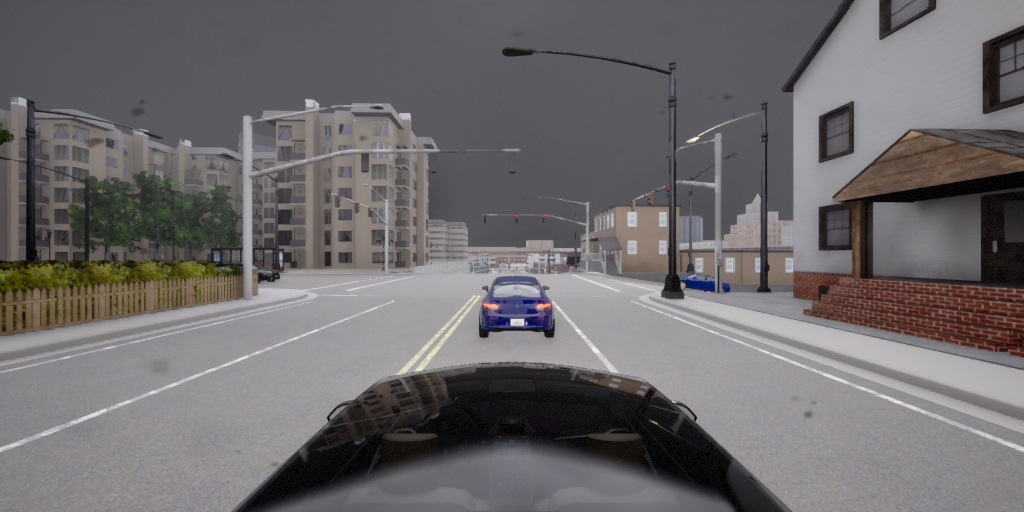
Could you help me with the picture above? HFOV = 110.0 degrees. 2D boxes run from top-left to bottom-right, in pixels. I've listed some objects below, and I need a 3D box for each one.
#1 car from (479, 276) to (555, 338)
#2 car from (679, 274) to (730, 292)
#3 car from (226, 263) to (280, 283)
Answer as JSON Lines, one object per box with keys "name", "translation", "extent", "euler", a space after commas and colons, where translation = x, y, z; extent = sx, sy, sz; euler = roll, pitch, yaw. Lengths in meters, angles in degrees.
{"name": "car", "translation": [0.110, 1.276, 10.098], "extent": [1.812, 1.442, 4.674], "euler": [0, 0, 0]}
{"name": "car", "translation": [15.377, 2.209, 29.782], "extent": [5.008, 1.535, 1.882], "euler": [9, 0, 1]}
{"name": "car", "translation": [-19.886, 1.255, 26.595], "extent": [4.892, 1.490, 1.837], "euler": [0, 0, 1]}
